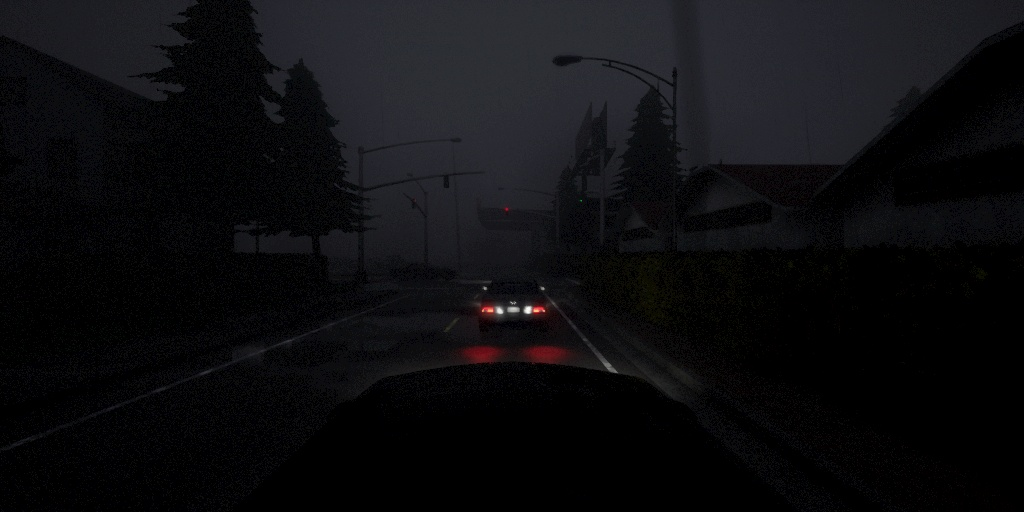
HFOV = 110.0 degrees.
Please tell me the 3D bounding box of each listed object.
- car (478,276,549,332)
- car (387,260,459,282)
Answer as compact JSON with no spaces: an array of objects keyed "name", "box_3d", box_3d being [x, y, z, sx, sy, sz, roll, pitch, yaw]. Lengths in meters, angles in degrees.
[{"name":"car","box_3d":[0.058,1.297,10.837,2.033,1.411,5.357,0,0,1]},{"name":"car","box_3d":[-6.318,1.181,26.328,4.718,1.301,1.895,1,0,0]}]
